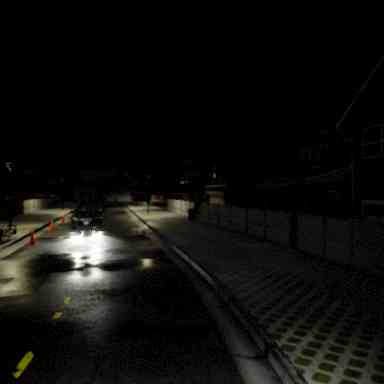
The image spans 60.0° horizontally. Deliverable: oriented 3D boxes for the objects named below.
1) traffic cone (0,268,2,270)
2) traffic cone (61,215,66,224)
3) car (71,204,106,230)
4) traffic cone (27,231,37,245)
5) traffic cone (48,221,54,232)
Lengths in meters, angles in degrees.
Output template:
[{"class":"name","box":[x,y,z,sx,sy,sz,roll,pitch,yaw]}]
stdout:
[{"class":"traffic cone","box":[-5.723,1.972,9.585,0.340,0.580,0.340,0,0,-14]},{"class":"traffic cone","box":[-9.340,1.992,24.143,0.340,0.580,0.340,0,0,-14]},{"class":"car","box":[-6.662,1.523,21.498,2.128,1.511,4.902,0,0,-14]},{"class":"traffic cone","box":[-6.929,1.979,14.438,0.340,0.580,0.340,0,0,-14]},{"class":"traffic cone","box":[-8.135,1.986,19.290,0.340,0.580,0.340,0,0,-14]}]
